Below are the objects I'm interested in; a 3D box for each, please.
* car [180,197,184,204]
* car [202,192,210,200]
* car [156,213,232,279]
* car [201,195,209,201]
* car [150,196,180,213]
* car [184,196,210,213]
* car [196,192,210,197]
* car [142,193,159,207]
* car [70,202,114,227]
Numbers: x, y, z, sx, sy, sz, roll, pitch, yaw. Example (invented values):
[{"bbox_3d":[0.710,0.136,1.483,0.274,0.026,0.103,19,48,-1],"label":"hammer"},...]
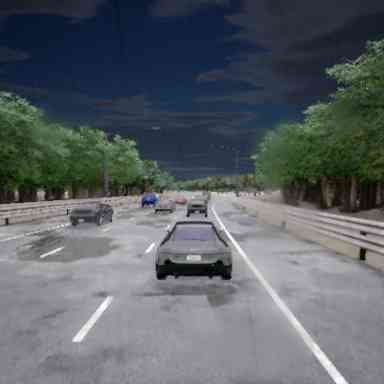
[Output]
[{"bbox_3d":[-1.891,1.436,54.067,1.994,1.385,4.181,0,0,3],"label":"car"},{"bbox_3d":[3.844,0.919,89.443,2.150,2.045,5.566,0,0,4],"label":"car"},{"bbox_3d":[0.065,1.553,10.003,1.994,1.385,4.181,0,0,1],"label":"car"},{"bbox_3d":[3.096,1.349,78.558,1.895,1.301,4.718,0,0,4],"label":"car"},{"bbox_3d":[-2.758,1.477,35.144,2.033,1.411,5.357,0,0,2],"label":"car"},{"bbox_3d":[0.508,1.450,30.939,1.837,1.490,4.892,0,0,2],"label":"car"},{"bbox_3d":[1.235,1.248,48.736,2.097,1.767,4.553,0,0,3],"label":"car"},{"bbox_3d":[-5.778,1.113,47.813,2.150,2.045,5.566,0,0,3],"label":"car"},{"bbox_3d":[-6.653,1.461,22.562,1.837,1.490,4.892,0,0,1],"label":"car"}]
